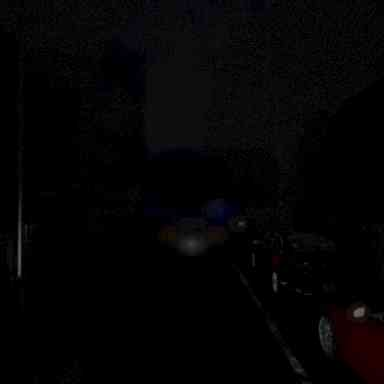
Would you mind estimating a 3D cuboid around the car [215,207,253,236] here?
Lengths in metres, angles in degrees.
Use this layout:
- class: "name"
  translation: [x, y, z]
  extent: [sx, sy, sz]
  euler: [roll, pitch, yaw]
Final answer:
- class: "car"
  translation: [2.650, 1.770, 19.503]
  extent: [1.947, 1.339, 4.313]
  euler: [0, -1, 0]

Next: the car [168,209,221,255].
- class: "car"
  translation: [0.030, 1.670, 13.910]
  extent: [1.812, 1.442, 4.674]
  euler: [0, 0, 1]

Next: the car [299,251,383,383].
- class: "car"
  translation: [2.645, 1.615, 3.191]
  extent: [1.802, 1.307, 4.206]
  euler: [0, -1, 0]

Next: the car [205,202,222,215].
- class: "car"
  translation: [2.656, 1.976, 41.423]
  extent: [1.752, 1.417, 4.829]
  euler: [0, -1, 0]

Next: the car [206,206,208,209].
- class: "car"
  translation: [2.655, 1.826, 35.816]
  extent: [1.967, 1.590, 4.097]
  euler: [0, -1, 0]

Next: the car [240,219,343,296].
- class: "car"
  translation: [2.647, 1.640, 8.629]
  extent: [2.008, 1.369, 4.403]
  euler: [0, -1, 0]

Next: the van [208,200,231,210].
- class: "van"
  translation: [2.654, 1.665, 30.380]
  extent: [1.690, 1.788, 3.998]
  euler: [0, -1, 0]

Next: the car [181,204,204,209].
- class: "car"
  translation: [0.030, 1.810, 28.516]
  extent: [1.837, 1.490, 4.892]
  euler: [0, 0, 0]
